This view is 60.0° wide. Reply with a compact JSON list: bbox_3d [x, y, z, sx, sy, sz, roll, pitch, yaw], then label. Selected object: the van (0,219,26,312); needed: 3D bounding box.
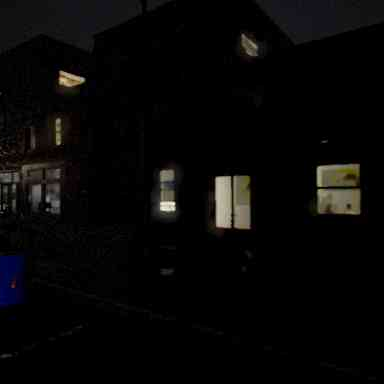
[{"bbox_3d":[-4.855,1.310,6.352,3.998,1.788,1.690,0,-1,36],"label":"van"}]
